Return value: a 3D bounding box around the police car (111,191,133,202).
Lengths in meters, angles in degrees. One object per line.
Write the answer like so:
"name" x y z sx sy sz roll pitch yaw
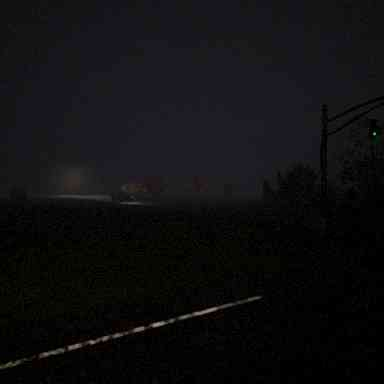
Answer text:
"police car" -10.627 0.714 50.612 2.038 1.542 4.974 1 0 -32
